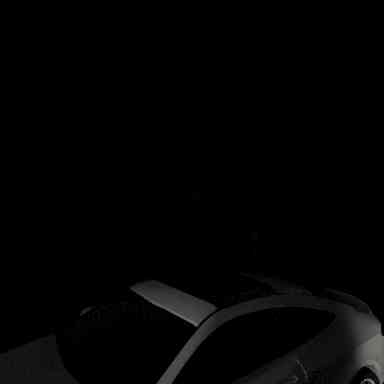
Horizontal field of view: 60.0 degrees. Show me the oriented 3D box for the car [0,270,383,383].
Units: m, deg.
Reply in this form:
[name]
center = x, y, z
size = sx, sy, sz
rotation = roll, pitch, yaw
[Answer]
[car]
center = -0.052, 1.534, 2.912
size = 4.674, 1.442, 1.812
rotation = 0, 0, -36
